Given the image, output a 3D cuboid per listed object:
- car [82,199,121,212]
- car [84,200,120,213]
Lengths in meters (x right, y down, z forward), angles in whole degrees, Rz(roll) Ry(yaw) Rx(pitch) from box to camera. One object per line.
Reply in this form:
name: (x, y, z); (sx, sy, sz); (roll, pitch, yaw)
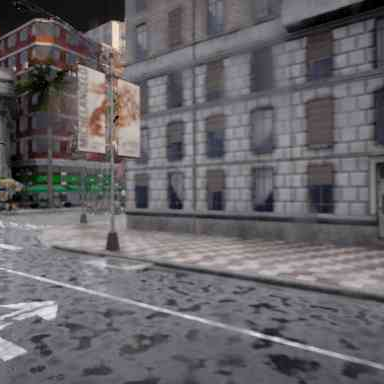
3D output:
car: (-12.087, 1.768, 44.735); (1.882, 1.535, 5.008); (-1, 0, 36)
car: (-10.801, 1.826, 40.559); (1.994, 1.385, 4.181); (-1, 0, 36)
